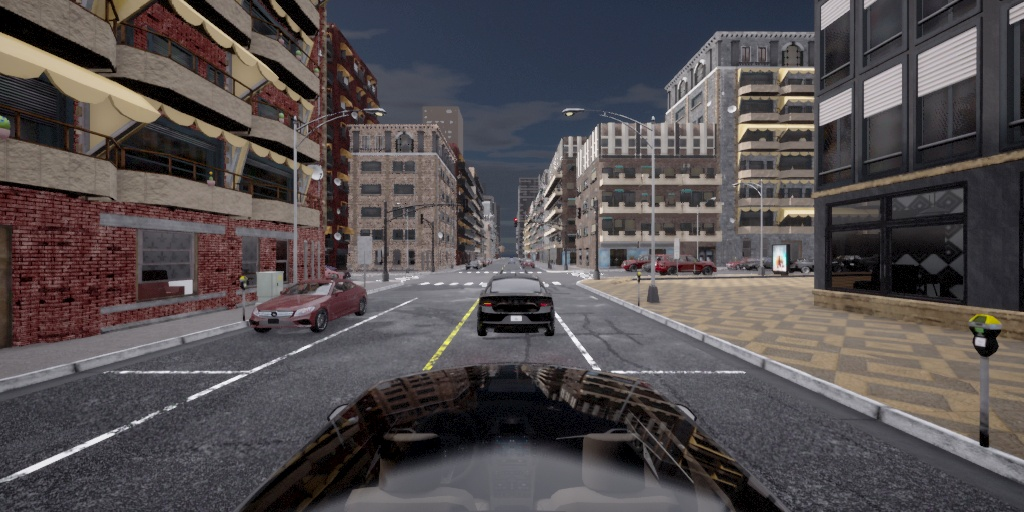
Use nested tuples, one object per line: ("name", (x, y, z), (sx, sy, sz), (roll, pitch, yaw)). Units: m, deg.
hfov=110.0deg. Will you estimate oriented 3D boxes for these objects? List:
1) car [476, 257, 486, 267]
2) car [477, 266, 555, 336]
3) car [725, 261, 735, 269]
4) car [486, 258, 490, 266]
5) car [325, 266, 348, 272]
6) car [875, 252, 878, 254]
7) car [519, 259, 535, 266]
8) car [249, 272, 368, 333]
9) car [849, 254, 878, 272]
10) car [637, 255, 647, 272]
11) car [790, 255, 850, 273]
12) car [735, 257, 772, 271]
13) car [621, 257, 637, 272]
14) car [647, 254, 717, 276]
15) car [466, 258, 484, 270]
("car", (-5.711, 1.293, 58.262), (1.751, 1.417, 4.829), (0, 0, 0))
("car", (0.096, 1.227, 10.388), (1.882, 1.535, 5.008), (0, 0, 0))
("car", (25.653, 0.824, 39.194), (4.207, 1.307, 1.802), (0, 0, -1))
("car", (-5.712, 1.086, 64.115), (2.192, 1.841, 5.009), (0, 0, 0))
("car", (-17.188, 1.610, 33.010), (4.181, 1.385, 1.994), (-1, 0, -1))
("car", (38.136, 0.366, 36.698), (4.553, 1.767, 2.097), (-1, 0, 0))
("car", (2.670, 1.207, 58.437), (1.967, 1.591, 4.097), (0, 0, 0))
("car", (-5.744, 1.332, 10.726), (1.802, 1.307, 4.207), (0, 0, 0))
("car", (31.340, 0.717, 30.865), (4.313, 1.339, 1.948), (0, 0, -1))
("car", (15.722, 0.938, 36.514), (4.892, 1.490, 1.837), (-1, 0, -1))
("car", (25.793, 0.822, 30.814), (4.313, 1.339, 1.948), (0, 0, -1))
("car", (26.347, 0.781, 36.607), (5.357, 1.411, 2.033), (-1, 0, 0))
("car", (14.562, 0.764, 39.093), (5.009, 1.841, 2.192), (0, 0, -1))
("car", (14.699, 0.778, 30.713), (5.009, 1.841, 2.192), (0, 0, -1))
("car", (-5.708, 1.330, 52.750), (1.948, 1.339, 4.313), (0, 0, 0))
